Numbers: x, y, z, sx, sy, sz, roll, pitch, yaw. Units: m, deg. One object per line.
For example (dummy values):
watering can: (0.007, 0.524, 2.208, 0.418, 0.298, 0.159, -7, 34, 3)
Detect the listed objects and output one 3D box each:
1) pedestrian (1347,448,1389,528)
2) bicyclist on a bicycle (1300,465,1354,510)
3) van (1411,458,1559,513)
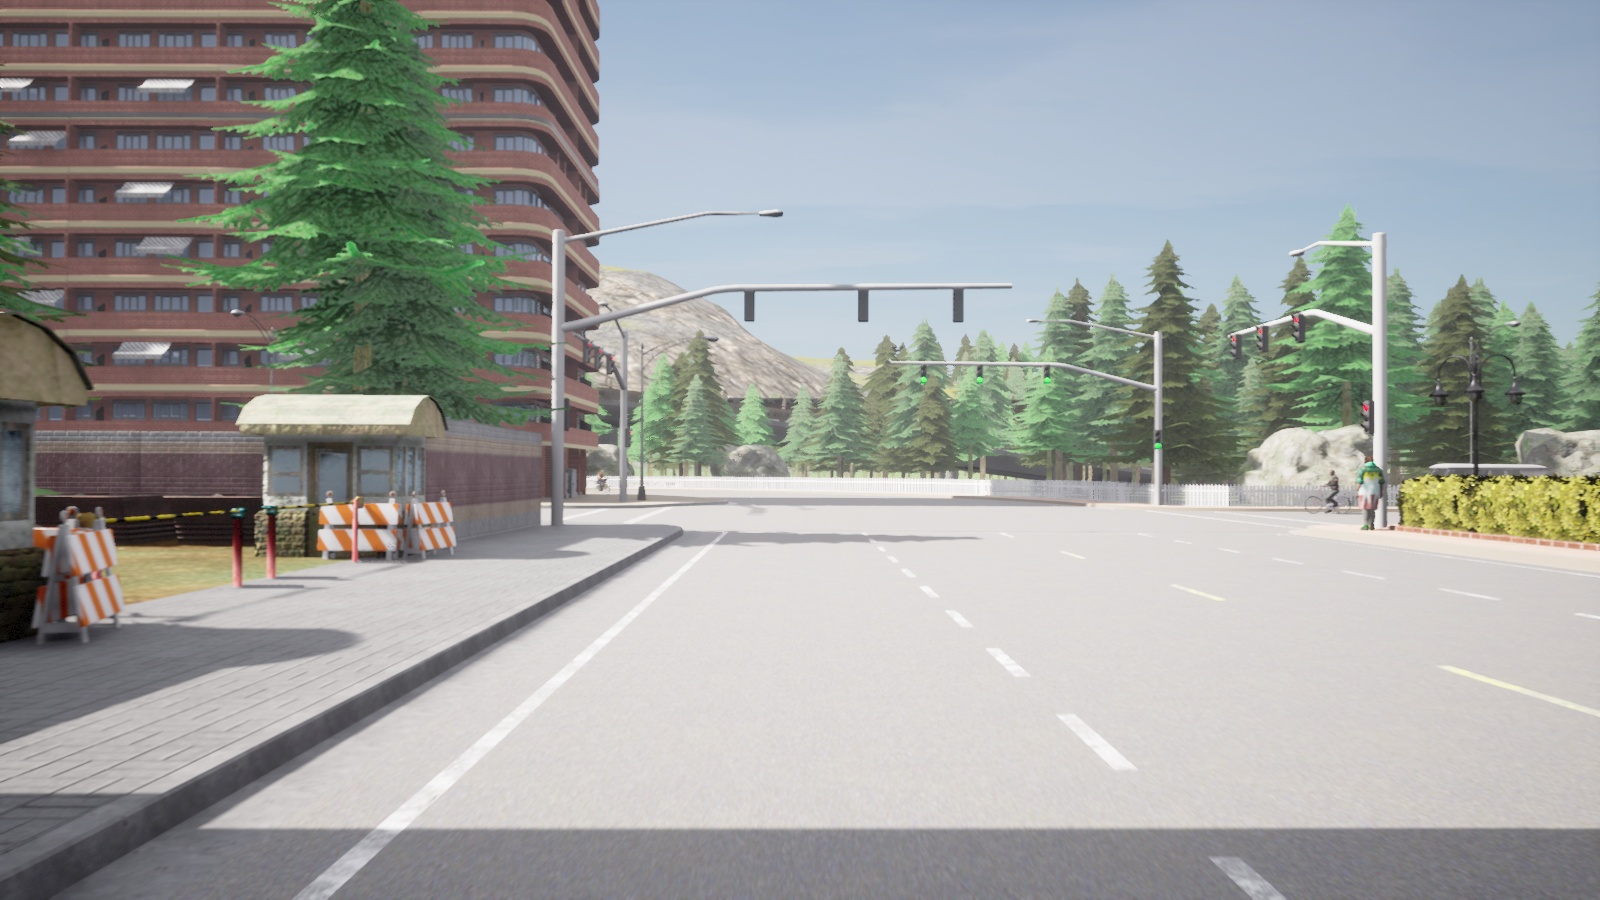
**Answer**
pedestrian: (14.091, 0.934, 31.164, 0.659, 1.952, 0.873, 0, -1, 2)
bicyclist on a bicycle: (20.879, 1.491, 49.767, 1.843, 1.776, 0.659, 0, -1, 0)
van: (25.186, 1.297, 46.254, 4.442, 1.987, 1.775, 0, -1, 0)
